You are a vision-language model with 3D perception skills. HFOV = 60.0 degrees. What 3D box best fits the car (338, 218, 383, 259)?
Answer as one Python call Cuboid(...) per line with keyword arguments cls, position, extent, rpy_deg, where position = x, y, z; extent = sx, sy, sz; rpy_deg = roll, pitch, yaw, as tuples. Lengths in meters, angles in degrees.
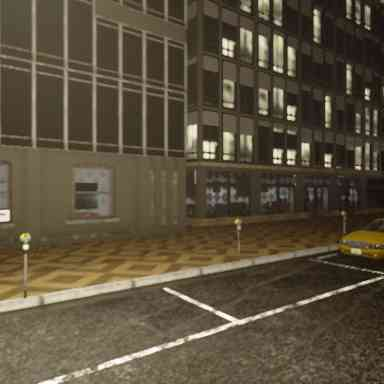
Cuboid(cls="car", position=(6.958, 1.472, 11.514), extent=(4.829, 1.417, 1.752), rpy_deg=(0, 0, -35))
